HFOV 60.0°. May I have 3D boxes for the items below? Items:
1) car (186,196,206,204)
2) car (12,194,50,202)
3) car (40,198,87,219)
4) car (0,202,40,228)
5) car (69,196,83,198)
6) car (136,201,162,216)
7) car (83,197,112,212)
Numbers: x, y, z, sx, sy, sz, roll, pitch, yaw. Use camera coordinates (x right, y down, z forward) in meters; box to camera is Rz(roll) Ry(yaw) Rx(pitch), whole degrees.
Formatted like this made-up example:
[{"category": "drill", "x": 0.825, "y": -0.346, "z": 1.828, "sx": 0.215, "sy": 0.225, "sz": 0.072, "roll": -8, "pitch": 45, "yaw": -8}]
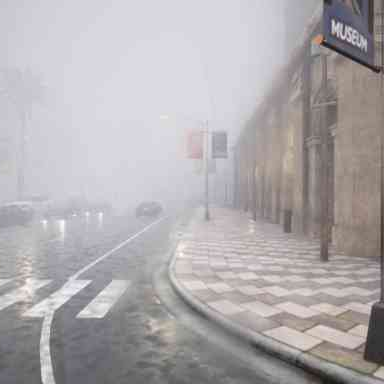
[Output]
[{"category": "car", "x": 0.774, "y": 1.542, "z": 64.164, "sx": 1.812, "sy": 1.442, "sz": 4.674, "roll": -2, "pitch": -1, "yaw": 41}, {"category": "car", "x": -14.794, "y": 1.220, "z": 30.421, "sx": 2.150, "sy": 2.045, "sz": 5.566, "roll": 0, "pitch": 0, "yaw": 2}, {"category": "car", "x": -11.321, "y": 1.525, "z": 29.543, "sx": 1.812, "sy": 1.442, "sz": 4.674, "roll": 0, "pitch": 0, "yaw": 2}, {"category": "car", "x": -11.656, "y": 1.547, "z": 20.120, "sx": 2.033, "sy": 1.411, "sz": 5.357, "roll": 0, "pitch": 0, "yaw": 2}, {"category": "car", "x": -14.353, "y": 1.350, "z": 40.737, "sx": 2.097, "sy": 1.767, "sz": 4.553, "roll": 0, "pitch": 0, "yaw": 3}, {"category": "car", "x": -4.115, "y": 1.572, "z": 32.185, "sx": 1.994, "sy": 1.385, "sz": 4.181, "roll": 0, "pitch": 0, "yaw": 2}, {"category": "car", "x": -10.904, "y": 1.524, "z": 39.423, "sx": 1.812, "sy": 1.442, "sz": 4.674, "roll": 0, "pitch": 0, "yaw": 2}]
